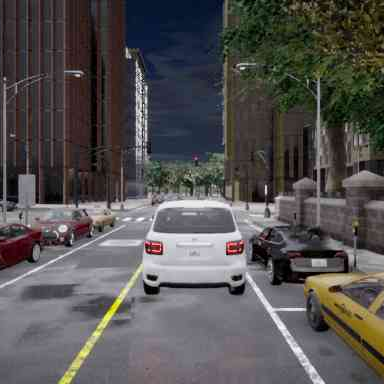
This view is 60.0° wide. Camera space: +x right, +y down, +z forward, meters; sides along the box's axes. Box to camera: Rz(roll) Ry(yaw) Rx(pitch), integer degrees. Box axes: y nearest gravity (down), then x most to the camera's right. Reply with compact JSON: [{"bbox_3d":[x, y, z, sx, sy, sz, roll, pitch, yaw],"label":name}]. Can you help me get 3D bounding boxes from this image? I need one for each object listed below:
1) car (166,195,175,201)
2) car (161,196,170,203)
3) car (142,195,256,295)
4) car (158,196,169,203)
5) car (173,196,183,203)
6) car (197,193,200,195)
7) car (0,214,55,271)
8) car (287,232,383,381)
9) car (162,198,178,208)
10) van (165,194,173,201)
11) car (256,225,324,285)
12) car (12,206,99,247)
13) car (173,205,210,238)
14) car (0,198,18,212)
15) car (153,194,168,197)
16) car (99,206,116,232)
[{"bbox_3d":[-5.864,1.586,90.210,2.008,1.369,4.403,0,0,0],"label":"car"},{"bbox_3d":[-5.846,1.549,73.727,1.752,1.417,4.829,0,0,0],"label":"car"},{"bbox_3d":[0.056,1.222,8.863,2.150,2.045,5.566,0,0,0],"label":"car"},{"bbox_3d":[-5.840,1.602,68.459,1.802,1.307,4.206,0,0,0],"label":"car"},{"bbox_3d":[-3.081,1.575,72.571,1.994,1.385,4.181,0,0,0],"label":"car"},{"bbox_3d":[2.673,1.572,79.344,1.887,1.381,4.507,0,0,0],"label":"car"},{"bbox_3d":[-5.775,1.545,9.262,1.887,1.381,4.507,0,0,0],"label":"car"},{"bbox_3d":[2.756,1.525,3.987,1.752,1.417,4.829,0,0,0],"label":"car"},{"bbox_3d":[-3.149,1.574,48.149,1.994,1.385,4.181,0,0,0],"label":"car"},{"bbox_3d":[-5.858,1.372,84.772,1.690,1.788,3.998,0,0,0],"label":"van"},{"bbox_3d":[2.750,1.566,9.274,1.947,1.339,4.313,0,0,0],"label":"car"},{"bbox_3d":[-5.781,1.441,14.720,1.967,1.590,4.097,0,0,0],"label":"car"},{"bbox_3d":[0.003,1.527,18.508,1.812,1.442,4.674,0,0,0],"label":"car"},{"bbox_3d":[-19.177,1.160,31.618,4.892,1.490,1.837,1,0,0],"label":"car"},{"bbox_3d":[-5.828,1.329,57.584,2.192,1.841,5.009,0,0,0],"label":"car"},{"bbox_3d":[-5.787,1.527,20.006,1.752,1.417,4.829,0,0,0],"label":"car"}]
